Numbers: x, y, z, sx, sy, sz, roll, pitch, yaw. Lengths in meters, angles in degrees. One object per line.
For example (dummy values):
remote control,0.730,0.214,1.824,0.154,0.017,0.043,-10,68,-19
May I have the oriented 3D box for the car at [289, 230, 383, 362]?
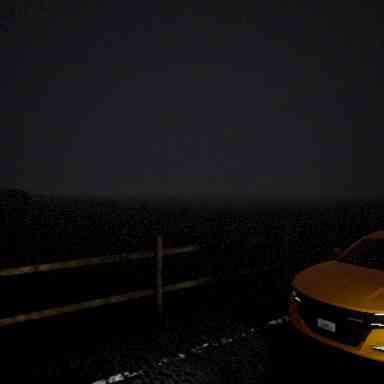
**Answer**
car,3.775,1.429,5.749,5.008,1.535,1.882,0,0,-35
